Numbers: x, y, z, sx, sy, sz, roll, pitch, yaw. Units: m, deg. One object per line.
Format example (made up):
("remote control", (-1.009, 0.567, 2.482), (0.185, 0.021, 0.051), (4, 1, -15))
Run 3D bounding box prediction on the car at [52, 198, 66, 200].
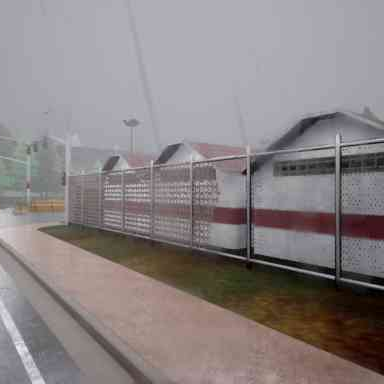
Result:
("car", (-17.029, 1.502, 42.407), (4.892, 1.490, 1.837), (-1, 0, -38))
